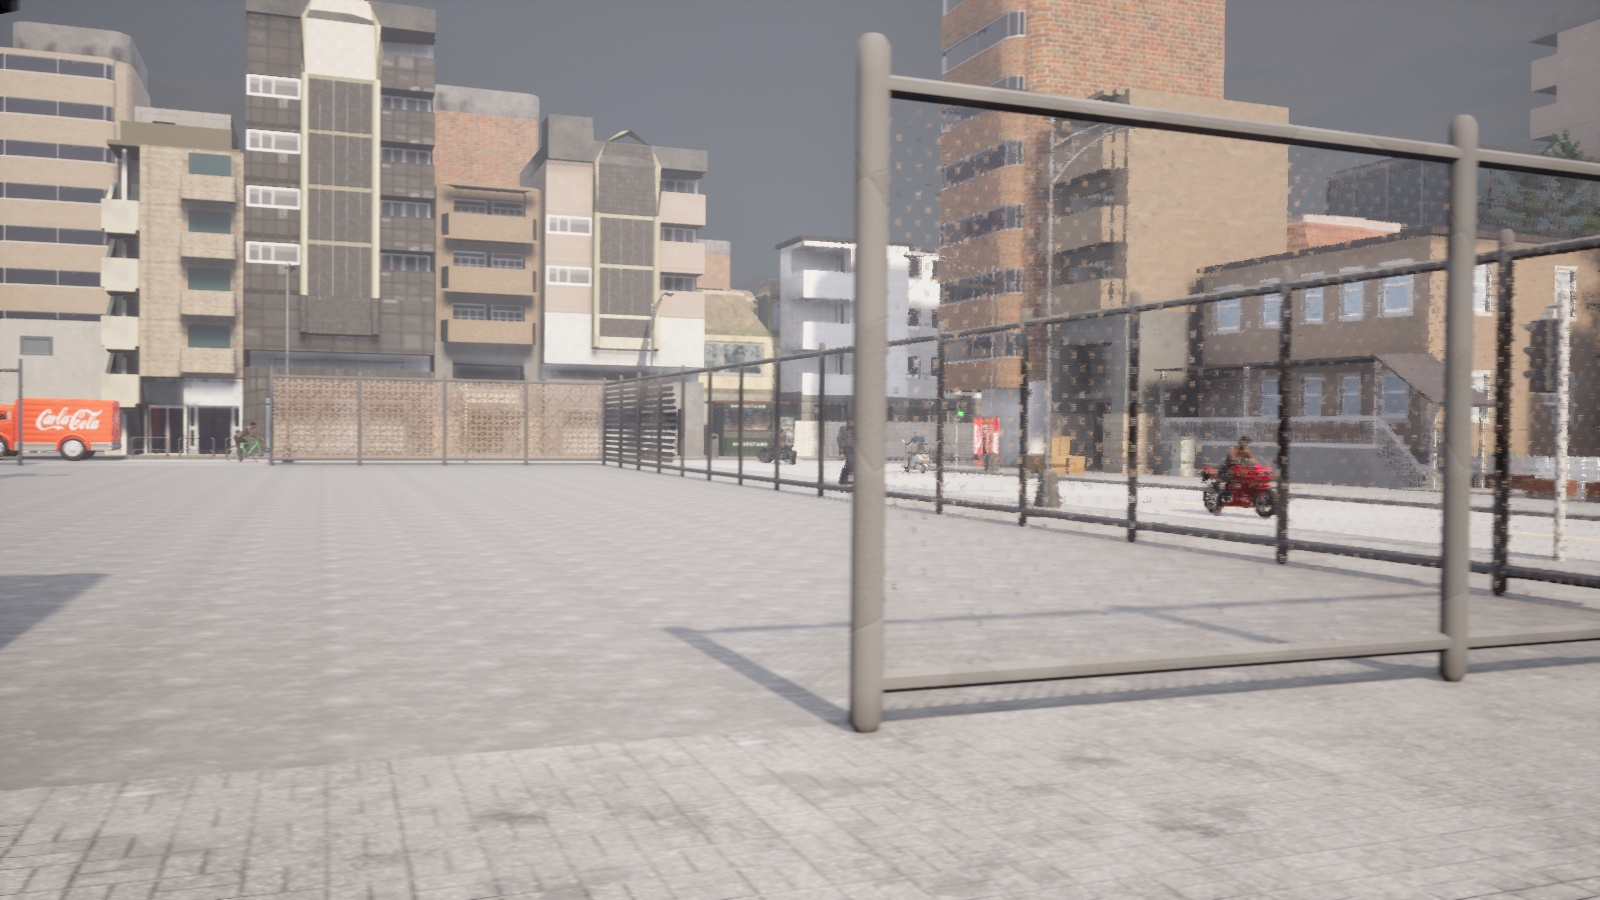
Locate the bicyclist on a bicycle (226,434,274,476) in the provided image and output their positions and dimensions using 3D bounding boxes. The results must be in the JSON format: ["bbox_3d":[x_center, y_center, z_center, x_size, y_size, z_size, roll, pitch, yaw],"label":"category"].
[{"bbox_3d":[-21.335,0.190,48.696,1.656,1.620,0.582,-1,1,-21],"label":"bicyclist on a bicycle"}]

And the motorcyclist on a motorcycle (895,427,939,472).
[{"bbox_3d":[4.197,-0.035,45.302,0.866,1.590,1.817,-1,1,-21],"label":"motorcyclist on a motorcycle"}]

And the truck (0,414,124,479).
[{"bbox_3d":[-29.904,-0.172,49.707,5.204,2.467,2.627,-1,1,-21],"label":"truck"}]

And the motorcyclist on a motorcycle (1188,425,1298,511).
[{"bbox_3d":[8.223,0.307,23.414,0.797,1.523,2.044,-1,1,-21],"label":"motorcyclist on a motorcycle"}]

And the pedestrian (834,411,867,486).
[{"bbox_3d":[1.319,-0.042,32.759,0.423,1.949,0.788,-1,1,-39],"label":"pedestrian"}]

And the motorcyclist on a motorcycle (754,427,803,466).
[{"bbox_3d":[-0.951,-0.148,55.471,0.766,1.649,2.350,-3,2,-41],"label":"motorcyclist on a motorcycle"}]
